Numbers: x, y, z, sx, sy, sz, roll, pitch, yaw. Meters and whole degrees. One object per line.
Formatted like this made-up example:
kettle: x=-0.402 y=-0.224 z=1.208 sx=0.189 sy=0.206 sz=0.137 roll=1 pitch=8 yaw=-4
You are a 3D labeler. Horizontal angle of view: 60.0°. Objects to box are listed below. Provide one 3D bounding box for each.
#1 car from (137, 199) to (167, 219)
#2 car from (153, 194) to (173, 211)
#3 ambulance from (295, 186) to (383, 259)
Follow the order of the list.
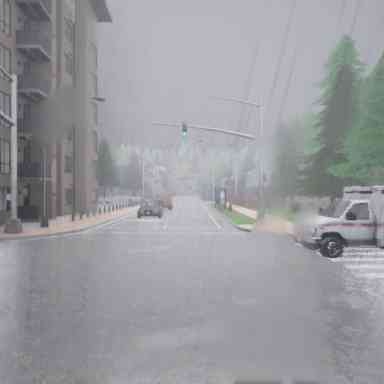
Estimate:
car: x=-3.604 y=1.557 z=29.446 sx=1.994 sy=1.385 sz=4.181 roll=0 pitch=0 yaw=0
car: x=-3.606 y=1.214 z=41.527 sx=2.150 sy=2.045 sz=5.566 roll=0 pitch=0 yaw=0
ambulance: x=7.070 y=1.016 z=12.077 sx=6.366 sy=2.431 sz=2.351 roll=0 pitch=0 yaw=-2
